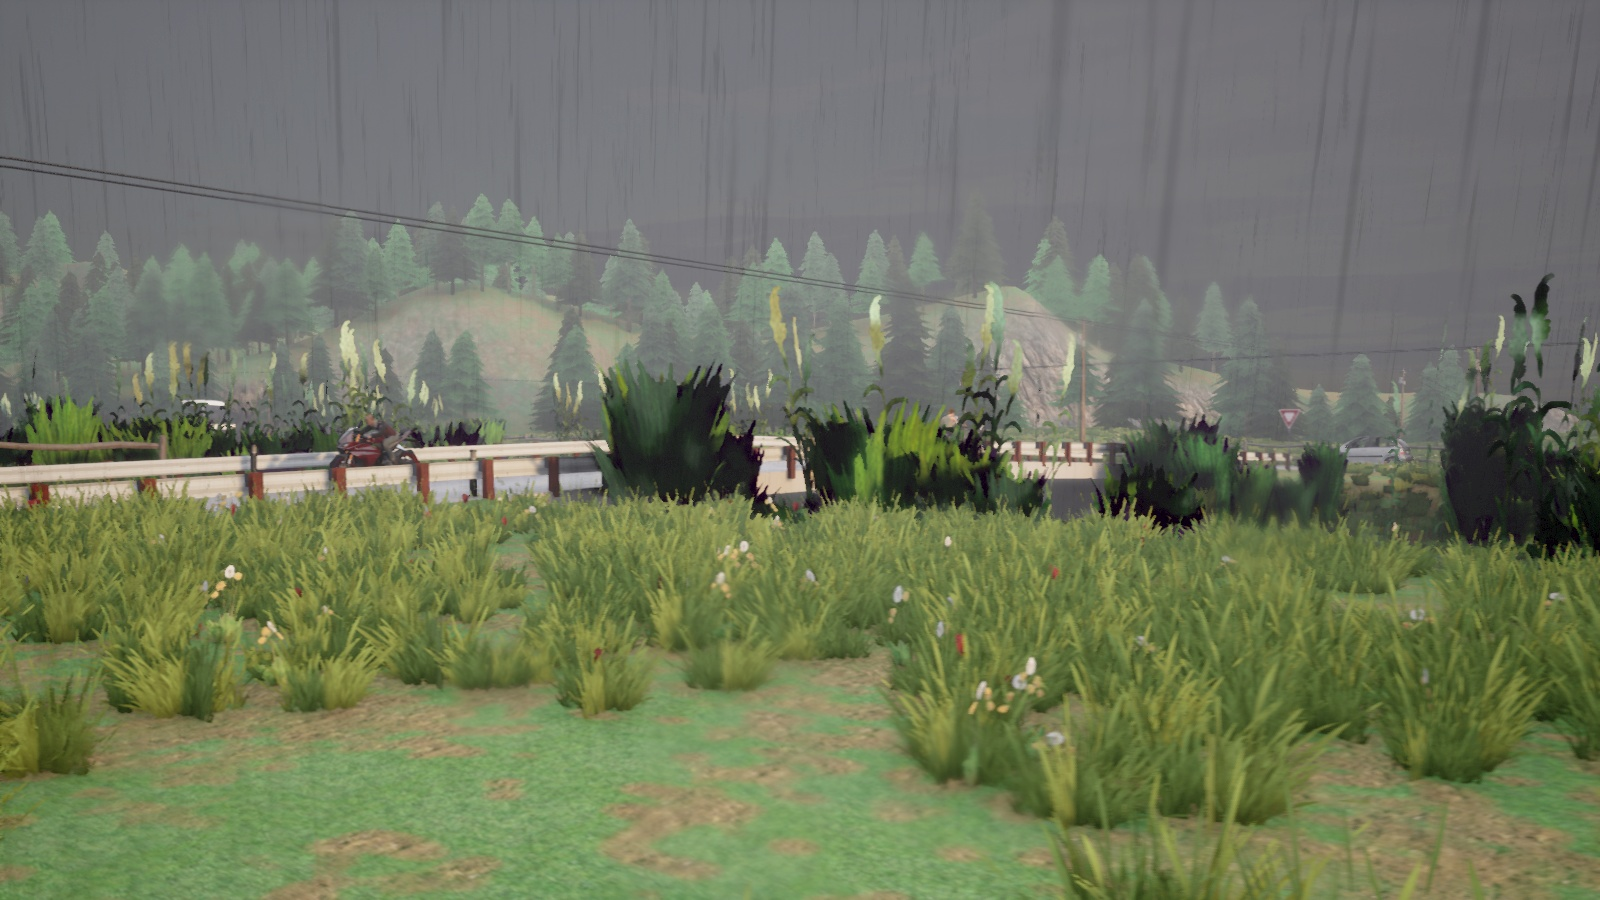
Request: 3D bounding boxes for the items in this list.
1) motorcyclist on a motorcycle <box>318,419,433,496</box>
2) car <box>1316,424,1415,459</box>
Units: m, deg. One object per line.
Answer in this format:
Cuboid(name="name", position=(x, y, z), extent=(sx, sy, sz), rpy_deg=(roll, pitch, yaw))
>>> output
Cuboid(name="motorcyclist on a motorcycle", position=(-9.352, 0.147, 27.743), extent=(0.866, 1.530, 2.191), rpy_deg=(0, 4, 39))
Cuboid(name="car", position=(27.182, -0.421, 60.436), extent=(3.988, 1.617, 1.851), rpy_deg=(0, 1, 40))
